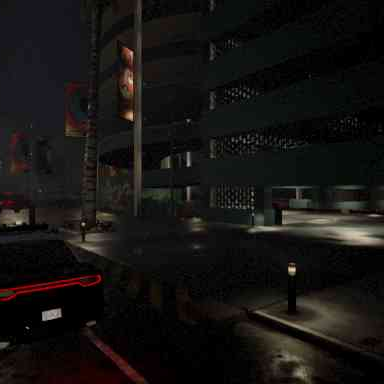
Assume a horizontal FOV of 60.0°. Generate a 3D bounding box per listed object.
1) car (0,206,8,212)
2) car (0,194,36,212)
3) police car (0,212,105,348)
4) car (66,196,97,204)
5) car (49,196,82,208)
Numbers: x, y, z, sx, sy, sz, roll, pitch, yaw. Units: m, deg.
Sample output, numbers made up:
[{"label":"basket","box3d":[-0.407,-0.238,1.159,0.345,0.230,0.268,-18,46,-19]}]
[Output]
[{"label":"car","box3d":[-9.487,1.478,14.300,1.882,1.535,5.008,0,0,-38]},{"label":"car","box3d":[-19.308,1.221,36.503,2.150,2.045,5.566,0,0,0]},{"label":"police car","box3d":[-3.444,1.425,6.470,1.930,1.638,5.238,0,0,-38]},{"label":"car","box3d":[-21.186,1.548,63.838,2.033,1.411,5.357,0,0,36]},{"label":"car","box3d":[-18.040,1.478,47.072,1.882,1.535,5.008,0,0,17]}]
